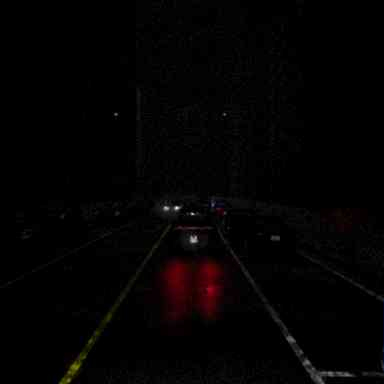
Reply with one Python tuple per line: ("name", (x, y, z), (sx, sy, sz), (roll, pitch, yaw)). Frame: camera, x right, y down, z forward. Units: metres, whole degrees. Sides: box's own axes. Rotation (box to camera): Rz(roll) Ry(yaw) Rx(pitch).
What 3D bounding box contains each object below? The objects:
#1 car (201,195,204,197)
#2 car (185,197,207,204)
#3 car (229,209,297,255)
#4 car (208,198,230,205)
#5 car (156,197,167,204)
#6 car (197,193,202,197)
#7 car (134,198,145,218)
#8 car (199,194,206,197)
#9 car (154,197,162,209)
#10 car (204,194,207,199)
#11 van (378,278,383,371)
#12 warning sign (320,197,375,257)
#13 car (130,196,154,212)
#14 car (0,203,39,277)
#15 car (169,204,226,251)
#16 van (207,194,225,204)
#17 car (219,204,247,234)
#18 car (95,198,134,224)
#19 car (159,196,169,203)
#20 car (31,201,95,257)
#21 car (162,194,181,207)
("car", (2.764, 1.576, 52.341), (1.947, 1.339, 4.313), (0, 0, 0))
("car", (0.073, 1.508, 29.267), (1.837, 1.490, 4.892), (0, 0, 0))
("car", (2.764, 1.564, 13.078), (1.947, 1.339, 4.313), (0, 0, 0))
("car", (2.764, 1.546, 29.906), (1.887, 1.381, 4.507), (0, 0, 0))
("car", (-5.762, 1.600, 63.547), (1.802, 1.307, 4.206), (0, 0, 0))
("car", (2.764, 1.338, 69.169), (2.192, 1.841, 5.009), (0, 0, 0))
("car", (-5.761, 1.552, 29.890), (2.008, 1.369, 4.403), (0, 0, 0))
("car", (2.764, 1.600, 63.560), (1.802, 1.307, 4.206), (0, 0, 0))
("car", (-5.761, 1.573, 46.719), (1.947, 1.339, 4.313), (0, 0, 0))
("car", (2.764, 1.444, 41.124), (1.967, 1.590, 4.097), (0, 0, 0))
("van", (2.764, 1.341, 1.860), (1.690, 1.788, 3.998), (0, 0, 0))
("warning sign", (5.066, 1.114, 10.950), (1.300, 1.860, 1.060), (0, 0, 0))
("car", (-5.761, 1.318, 35.500), (2.192, 1.841, 5.009), (0, 0, 0))
("car", (-5.761, 1.314, 7.453), (2.192, 1.841, 5.009), (0, 0, 0))
("car", (0.072, 1.491, 14.123), (2.128, 1.511, 4.902), (0, 0, 0))
("van", (2.764, 1.343, 35.515), (1.690, 1.788, 3.998), (0, 0, 0))
("car", (2.764, 1.565, 18.687), (1.947, 1.339, 4.313), (0, 0, 0))
("car", (-5.761, 1.440, 24.281), (1.967, 1.590, 4.097), (0, 0, 0))
("car", (-5.761, 1.548, 68.987), (1.752, 1.417, 4.829), (0, 0, 0))
("car", (-5.761, 1.314, 13.061), (2.192, 1.841, 5.009), (0, 0, 0))
("car", (-3.079, 1.487, 51.577), (1.882, 1.535, 5.008), (0, 0, 0))
